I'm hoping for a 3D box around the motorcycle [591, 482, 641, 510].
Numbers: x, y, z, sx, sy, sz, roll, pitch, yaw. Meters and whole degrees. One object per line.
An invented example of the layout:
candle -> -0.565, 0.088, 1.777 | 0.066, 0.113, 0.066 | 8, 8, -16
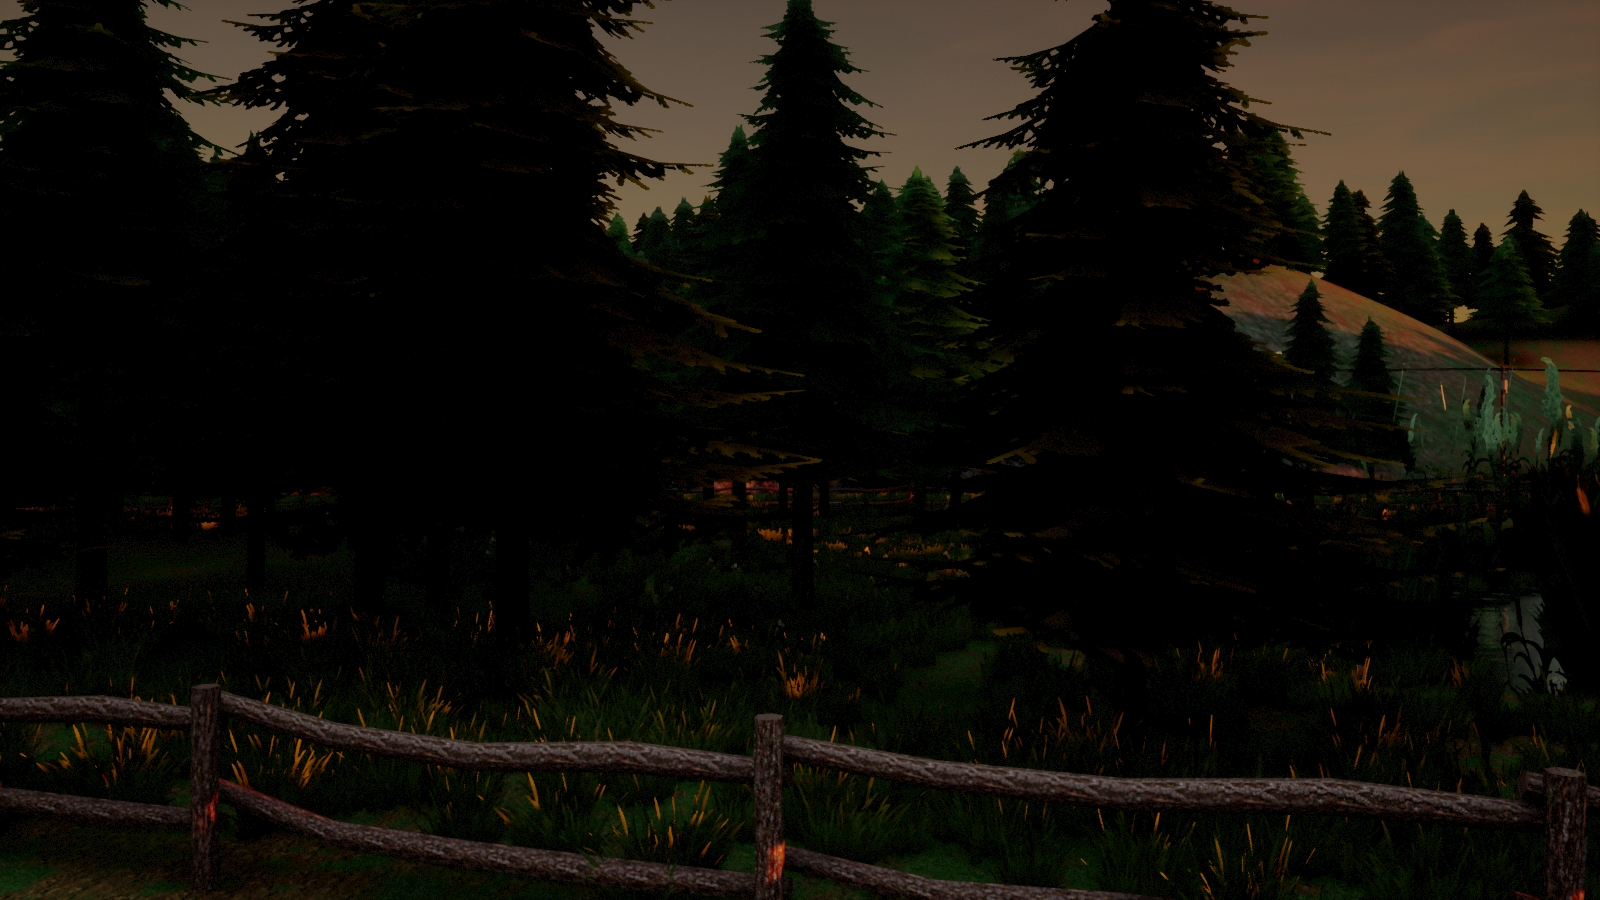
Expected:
motorcycle -> -8.716, 2.178, 54.116 | 2.209, 1.251, 0.867 | 0, 0, 14
